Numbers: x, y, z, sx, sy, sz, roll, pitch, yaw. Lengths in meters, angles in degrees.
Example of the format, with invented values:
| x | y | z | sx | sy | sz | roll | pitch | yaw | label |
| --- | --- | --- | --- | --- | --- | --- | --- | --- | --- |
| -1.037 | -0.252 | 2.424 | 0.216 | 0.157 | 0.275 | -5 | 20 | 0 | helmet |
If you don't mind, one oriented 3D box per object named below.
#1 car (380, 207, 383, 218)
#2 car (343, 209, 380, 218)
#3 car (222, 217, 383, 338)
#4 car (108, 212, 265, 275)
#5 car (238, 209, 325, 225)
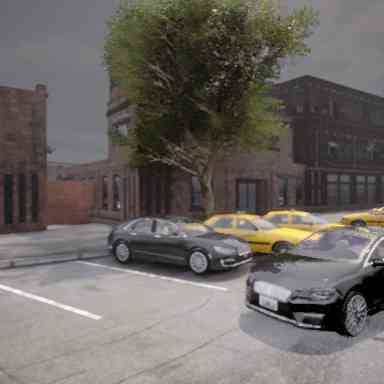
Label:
| x | y | z | sx | sy | sz | roll | pitch | yaw | label |
| --- | --- | --- | --- | --- | --- | --- | --- | --- | --- |
| 11.530 | 1.479 | 19.249 | 5.366 | 1.575 | 1.946 | -1 | 0 | 34 | car |
| 4.506 | 1.481 | 13.795 | 5.366 | 1.575 | 1.946 | -1 | -1 | 34 | car |
| 3.207 | 1.492 | 6.693 | 4.902 | 1.511 | 2.128 | 0 | 0 | -35 | car |
| -0.540 | 1.487 | 10.422 | 4.892 | 1.521 | 2.231 | -1 | -1 | 35 | car |
| 2.062 | 1.481 | 12.052 | 5.366 | 1.575 | 1.946 | -1 | -1 | 35 | car |
